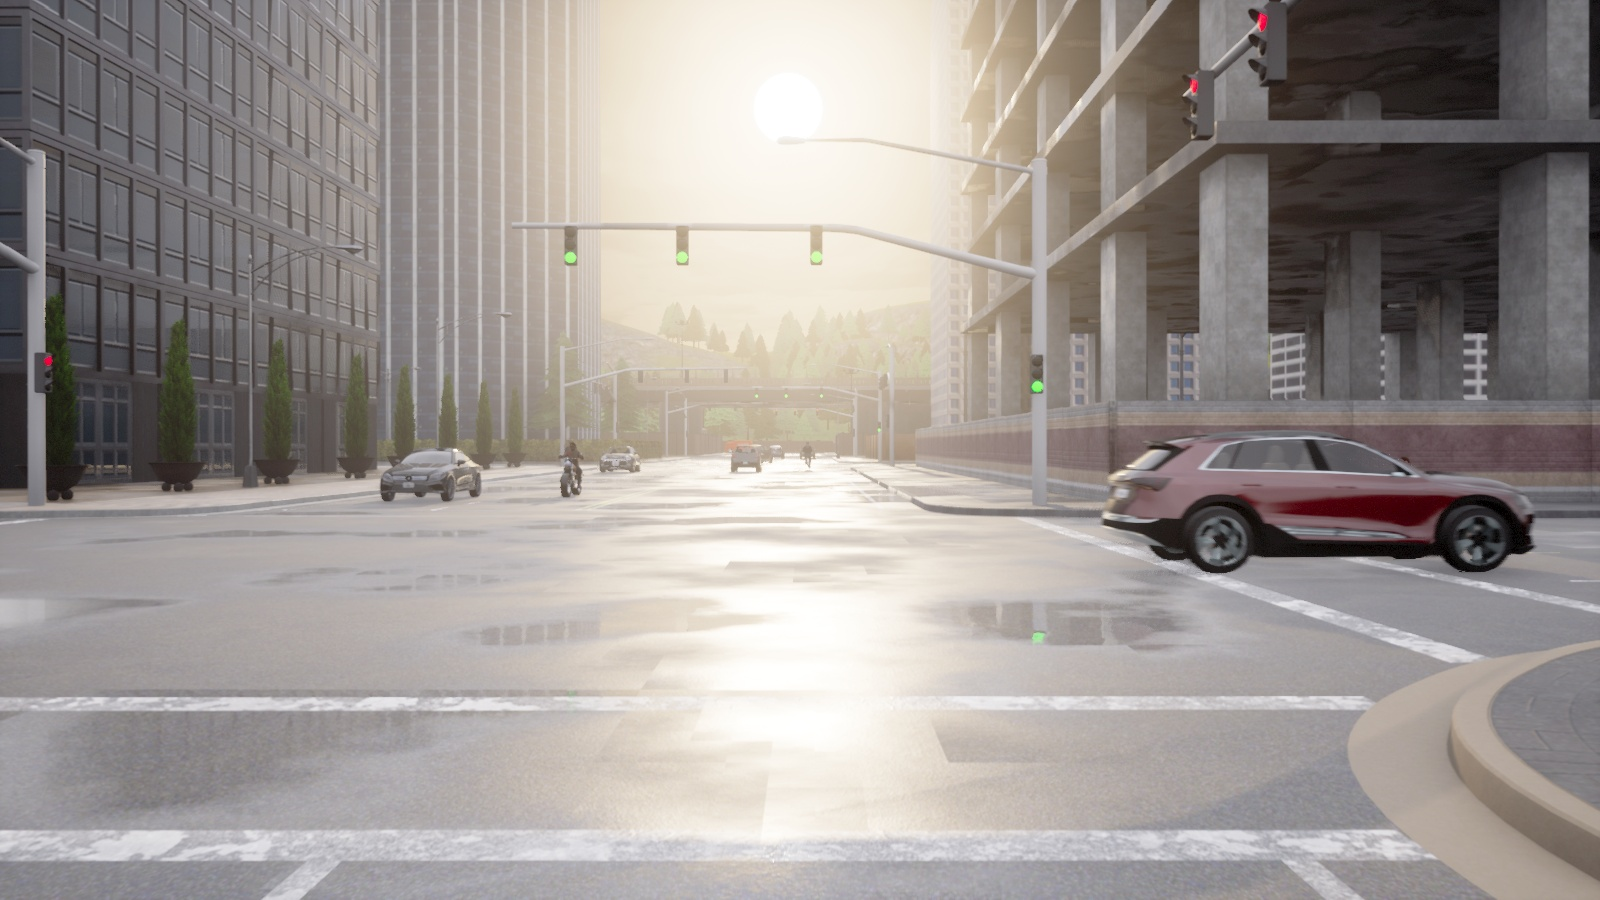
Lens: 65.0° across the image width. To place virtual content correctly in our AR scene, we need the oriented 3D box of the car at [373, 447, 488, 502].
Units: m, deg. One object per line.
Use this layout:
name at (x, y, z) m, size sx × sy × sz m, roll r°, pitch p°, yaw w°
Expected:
car at (-10.278, 0.642, 35.290) m, size 1.812 × 1.442 × 4.674 m, roll 0°, pitch 0°, yaw 0°

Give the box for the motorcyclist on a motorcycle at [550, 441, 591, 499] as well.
motorcyclist on a motorcycle at (-6.768, 0.563, 37.128) m, size 0.766 × 1.649 × 2.350 m, roll 0°, pitch 0°, yaw 0°

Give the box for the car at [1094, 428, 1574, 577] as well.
car at (6.182, 0.580, 14.985) m, size 4.856 × 1.649 × 2.033 m, roll 0°, pitch 0°, yaw 0°

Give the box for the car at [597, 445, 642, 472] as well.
car at (-10.073, 0.460, 70.237) m, size 1.970 × 1.475 × 3.806 m, roll 0°, pitch 0°, yaw 0°

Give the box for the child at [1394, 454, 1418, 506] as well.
child at (12.984, 0.648, 26.901) m, size 0.394 × 1.110 × 0.255 m, roll 0°, pitch 0°, yaw -4°

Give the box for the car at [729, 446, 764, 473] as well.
car at (-3.063, 0.509, 72.127) m, size 1.845 × 1.501 × 3.633 m, roll 0°, pitch 0°, yaw 0°
